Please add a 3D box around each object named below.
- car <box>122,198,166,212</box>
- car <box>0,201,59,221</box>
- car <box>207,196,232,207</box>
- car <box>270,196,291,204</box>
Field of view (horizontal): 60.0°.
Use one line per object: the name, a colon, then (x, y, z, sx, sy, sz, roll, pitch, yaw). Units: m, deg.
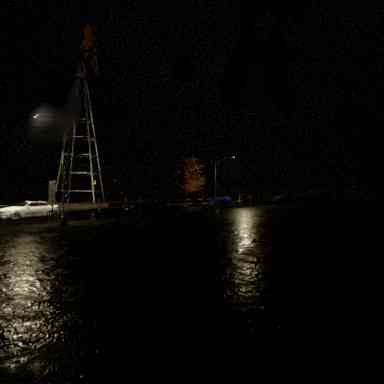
car: (-5.264, 1.416, 37.180, 2.033, 1.411, 5.357, 1, 1, 38)
car: (-13.125, 1.438, 26.869, 1.812, 1.442, 4.674, 1, 1, 37)
car: (4.171, 1.345, 49.267, 1.812, 1.442, 4.674, 1, 1, 39)
car: (15.880, 1.358, 59.368, 2.033, 1.411, 5.357, 1, 1, 40)
